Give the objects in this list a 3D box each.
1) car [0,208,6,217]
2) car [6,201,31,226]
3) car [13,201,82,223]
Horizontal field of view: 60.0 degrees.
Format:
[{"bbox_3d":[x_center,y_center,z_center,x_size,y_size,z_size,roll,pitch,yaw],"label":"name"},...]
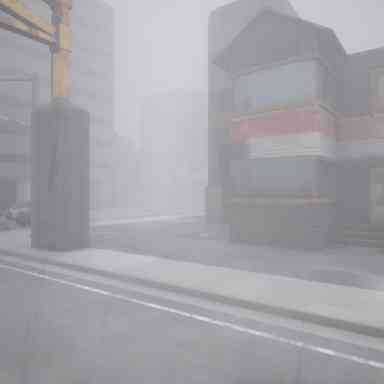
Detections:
[{"bbox_3d":[-12.868,1.295,25.424,4.536,1.218,1.853,0,0,-30],"label":"car"},{"bbox_3d":[-9.710,1.453,22.725,2.038,1.542,4.974,0,0,15],"label":"car"},{"bbox_3d":[-9.697,1.295,22.775,1.853,1.218,4.536,0,0,15],"label":"car"}]
